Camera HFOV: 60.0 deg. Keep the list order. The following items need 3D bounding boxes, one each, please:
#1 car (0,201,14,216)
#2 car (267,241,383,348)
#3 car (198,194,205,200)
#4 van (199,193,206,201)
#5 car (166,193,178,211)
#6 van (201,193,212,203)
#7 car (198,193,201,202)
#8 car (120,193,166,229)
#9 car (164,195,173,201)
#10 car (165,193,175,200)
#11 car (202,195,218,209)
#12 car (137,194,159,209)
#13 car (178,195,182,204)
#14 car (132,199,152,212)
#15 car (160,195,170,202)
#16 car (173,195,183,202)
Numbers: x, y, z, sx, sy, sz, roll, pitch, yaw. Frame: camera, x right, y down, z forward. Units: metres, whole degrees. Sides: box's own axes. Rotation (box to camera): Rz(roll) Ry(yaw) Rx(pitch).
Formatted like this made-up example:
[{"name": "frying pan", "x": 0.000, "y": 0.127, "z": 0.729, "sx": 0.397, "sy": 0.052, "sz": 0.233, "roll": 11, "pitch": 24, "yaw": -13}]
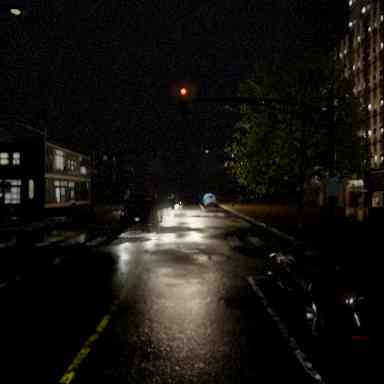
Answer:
[{"name": "car", "x": -17.322, "y": 1.319, "z": 27.729, "sx": 4.507, "sy": 1.381, "sz": 1.887, "roll": 1, "pitch": -1, "yaw": -1}, {"name": "car", "x": 2.682, "y": 1.554, "z": 6.289, "sx": 1.947, "sy": 1.339, "sz": 4.313, "roll": 0, "pitch": 0, "yaw": 0}, {"name": "car", "x": 2.524, "y": 1.368, "z": 88.896, "sx": 1.752, "sy": 1.417, "sz": 4.829, "roll": 0, "pitch": 0, "yaw": 0}, {"name": "van", "x": 2.536, "y": 1.194, "z": 83.175, "sx": 1.690, "sy": 1.788, "sz": 3.998, "roll": 0, "pitch": 0, "yaw": 0}, {"name": "car", "x": -3.182, "y": 1.147, "z": 40.796, "sx": 2.150, "sy": 2.045, "sz": 5.566, "roll": 0, "pitch": 0, "yaw": -1}, {"name": "van", "x": 2.599, "y": 1.251, "z": 49.869, "sx": 1.690, "sy": 1.788, "sz": 3.998, "roll": 0, "pitch": 0, "yaw": 0}, {"name": "car", "x": 2.577, "y": 1.442, "z": 60.971, "sx": 2.008, "sy": 1.369, "sz": 4.403, "roll": 0, "pitch": 0, "yaw": 0}, {"name": "car", "x": -3.139, "y": 1.181, "z": 21.636, "sx": 2.150, "sy": 2.045, "sz": 5.566, "roll": 0, "pitch": 0, "yaw": -1}, {"name": "car", "x": -5.846, "y": 1.403, "z": 83.157, "sx": 2.008, "sy": 1.369, "sz": 4.403, "roll": 0, "pitch": 0, "yaw": 0}, {"name": "car", "x": -5.856, "y": 1.158, "z": 88.707, "sx": 2.192, "sy": 1.841, "sz": 5.009, "roll": 0, "pitch": 0, "yaw": 0}, {"name": "car", "x": 2.608, "y": 1.445, "z": 44.488, "sx": 1.752, "sy": 1.417, "sz": 4.829, "roll": 0, "pitch": 0, "yaw": 0}, {"name": "car", "x": -5.770, "y": 1.235, "z": 44.299, "sx": 2.192, "sy": 1.841, "sz": 5.009, "roll": 0, "pitch": 0, "yaw": 0}, {"name": "car", "x": -3.170, "y": 1.386, "z": 58.469, "sx": 2.128, "sy": 1.511, "sz": 4.902, "roll": 0, "pitch": 0, "yaw": 1}, {"name": "car", "x": -5.761, "y": 1.512, "z": 38.749, "sx": 1.802, "sy": 1.307, "sz": 4.206, "roll": 0, "pitch": 0, "yaw": 0}, {"name": "car", "x": -5.824, "y": 1.397, "z": 71.885, "sx": 1.752, "sy": 1.417, "sz": 4.829, "roll": 0, "pitch": 0, "yaw": 0}, {"name": "car", "x": -3.141, "y": 1.407, "z": 73.343, "sx": 1.994, "sy": 1.385, "sz": 4.181, "roll": 0, "pitch": 0, "yaw": 0}]
